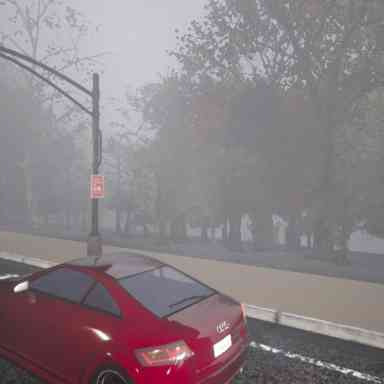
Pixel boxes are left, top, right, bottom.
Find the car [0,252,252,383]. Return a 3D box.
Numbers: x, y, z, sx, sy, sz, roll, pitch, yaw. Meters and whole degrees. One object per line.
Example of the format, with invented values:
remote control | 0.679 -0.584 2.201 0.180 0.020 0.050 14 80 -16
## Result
car | -1.314 1.563 4.618 4.181 1.385 1.994 0 0 35
